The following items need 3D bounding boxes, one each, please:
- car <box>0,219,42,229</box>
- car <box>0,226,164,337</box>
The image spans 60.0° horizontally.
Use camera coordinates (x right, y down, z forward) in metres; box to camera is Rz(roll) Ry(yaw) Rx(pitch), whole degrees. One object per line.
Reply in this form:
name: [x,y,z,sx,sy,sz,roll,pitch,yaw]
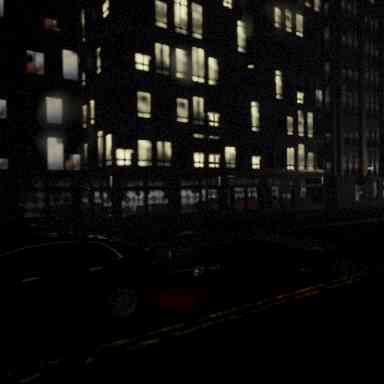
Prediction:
car: [-5.069,1.476,8.053,5.008,1.535,1.882,0,0,-35]
car: [-2.834,1.499,5.654,4.892,1.490,1.837,-1,0,-35]
